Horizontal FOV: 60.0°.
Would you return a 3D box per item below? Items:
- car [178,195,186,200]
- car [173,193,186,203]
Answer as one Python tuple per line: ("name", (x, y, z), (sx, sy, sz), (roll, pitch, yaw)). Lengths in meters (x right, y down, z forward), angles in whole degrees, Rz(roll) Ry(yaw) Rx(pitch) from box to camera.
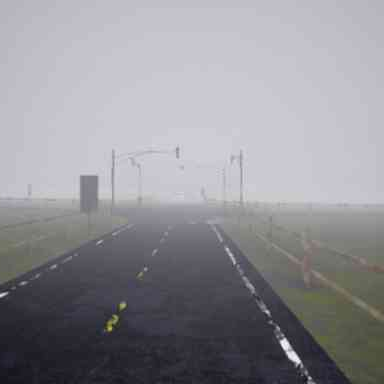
("car", (-2.616, 1.462, 88.057), (1.812, 1.442, 4.674), (0, 0, 0))
("car", (-2.697, 1.178, 67.984), (2.150, 2.045, 5.566), (0, 0, 0))
